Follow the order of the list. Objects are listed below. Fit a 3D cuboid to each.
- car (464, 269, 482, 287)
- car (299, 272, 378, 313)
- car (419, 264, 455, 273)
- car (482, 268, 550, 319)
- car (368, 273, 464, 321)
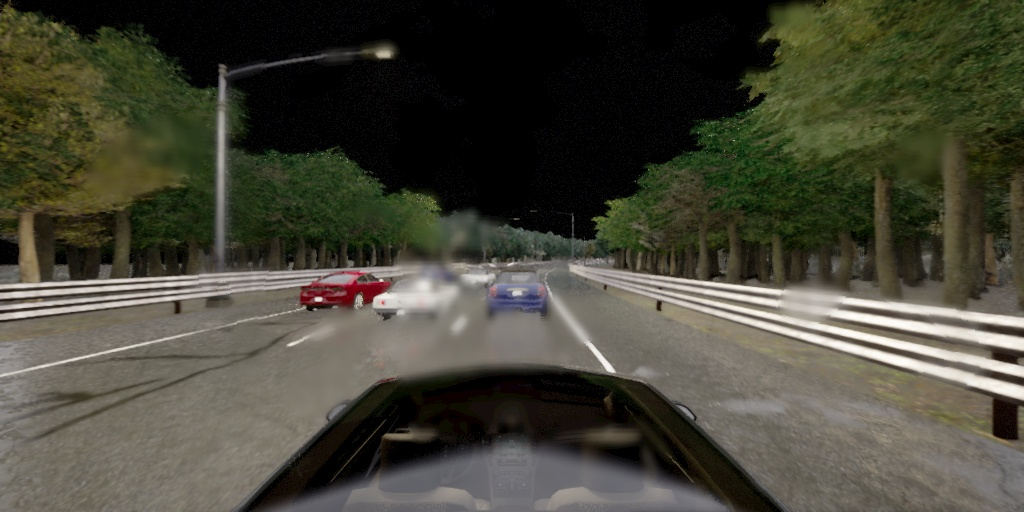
[{"bbox_3d":[-2.471,1.680,27.964,1.895,1.301,4.718,0,-1,5],"label":"car"},{"bbox_3d":[-6.655,1.386,15.013,1.882,1.535,5.008,0,0,3],"label":"car"},{"bbox_3d":[-5.920,1.437,28.693,2.097,1.767,4.553,0,-1,5],"label":"car"},{"bbox_3d":[0.290,1.248,13.619,2.097,1.767,4.553,0,-1,3],"label":"car"},{"bbox_3d":[-3.237,1.489,13.174,1.895,1.301,4.718,0,-1,3],"label":"car"}]
